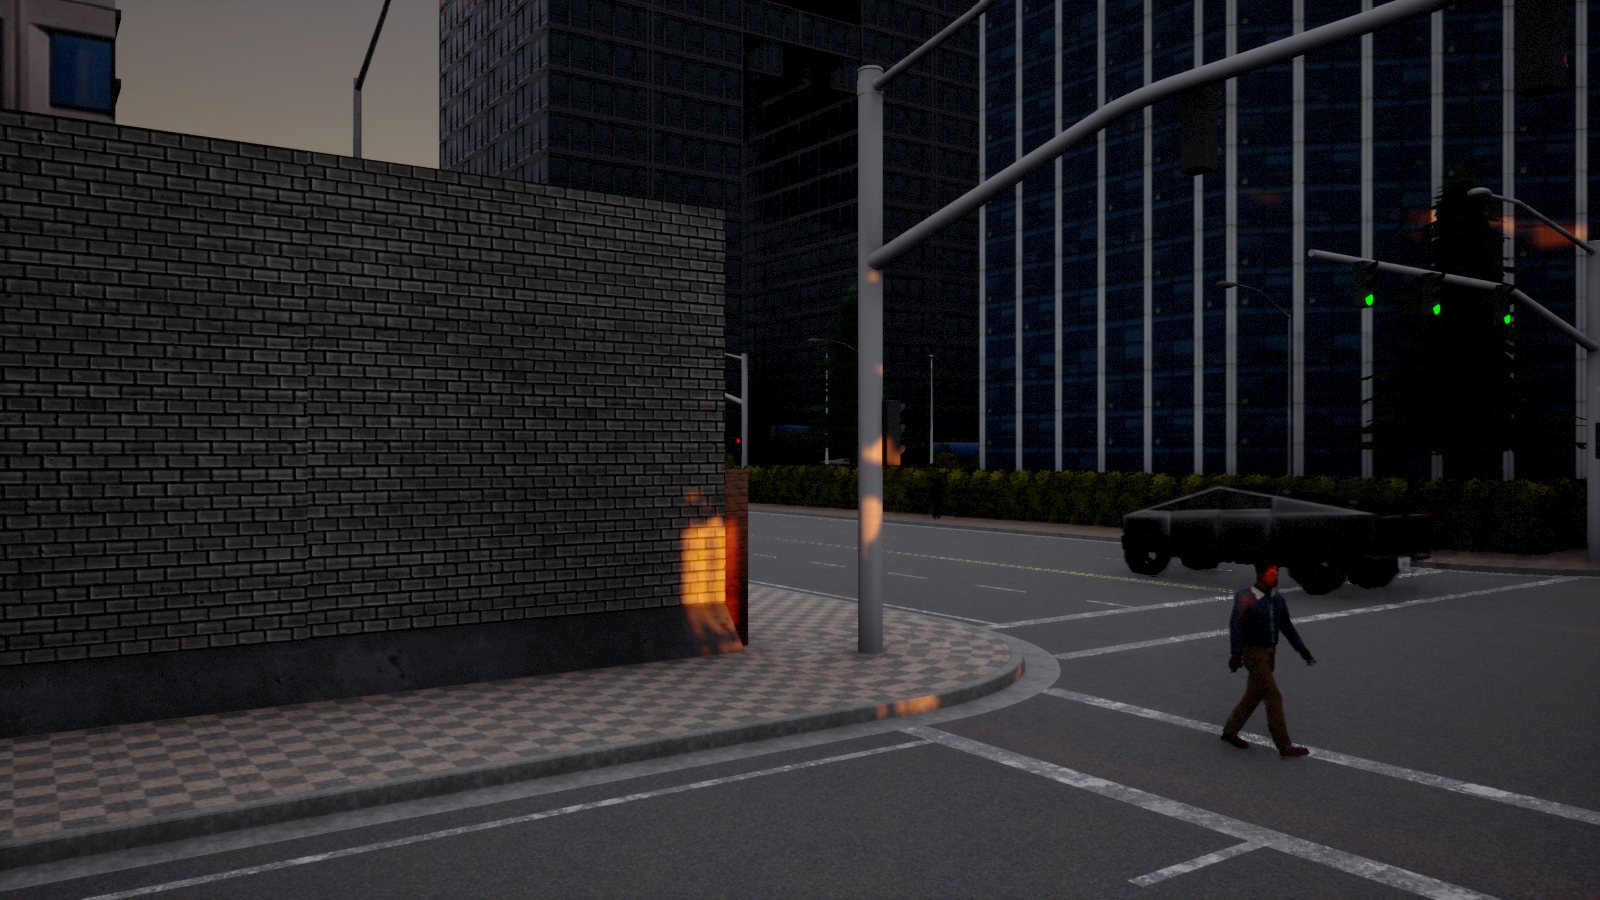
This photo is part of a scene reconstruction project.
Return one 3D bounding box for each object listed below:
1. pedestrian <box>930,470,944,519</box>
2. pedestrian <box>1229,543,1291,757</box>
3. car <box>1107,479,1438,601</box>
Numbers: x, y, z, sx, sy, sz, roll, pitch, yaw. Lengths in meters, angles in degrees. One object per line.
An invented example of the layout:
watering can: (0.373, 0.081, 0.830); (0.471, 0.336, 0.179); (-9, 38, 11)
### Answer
pedestrian: (5.249, 1.698, 43.901); (0.375, 1.860, 0.375); (0, 0, -32)
pedestrian: (4.183, 1.794, 10.393); (0.375, 1.860, 0.375); (0, 0, -28)
car: (9.862, 1.755, 24.513); (2.390, 2.098, 6.274); (0, 0, -35)
